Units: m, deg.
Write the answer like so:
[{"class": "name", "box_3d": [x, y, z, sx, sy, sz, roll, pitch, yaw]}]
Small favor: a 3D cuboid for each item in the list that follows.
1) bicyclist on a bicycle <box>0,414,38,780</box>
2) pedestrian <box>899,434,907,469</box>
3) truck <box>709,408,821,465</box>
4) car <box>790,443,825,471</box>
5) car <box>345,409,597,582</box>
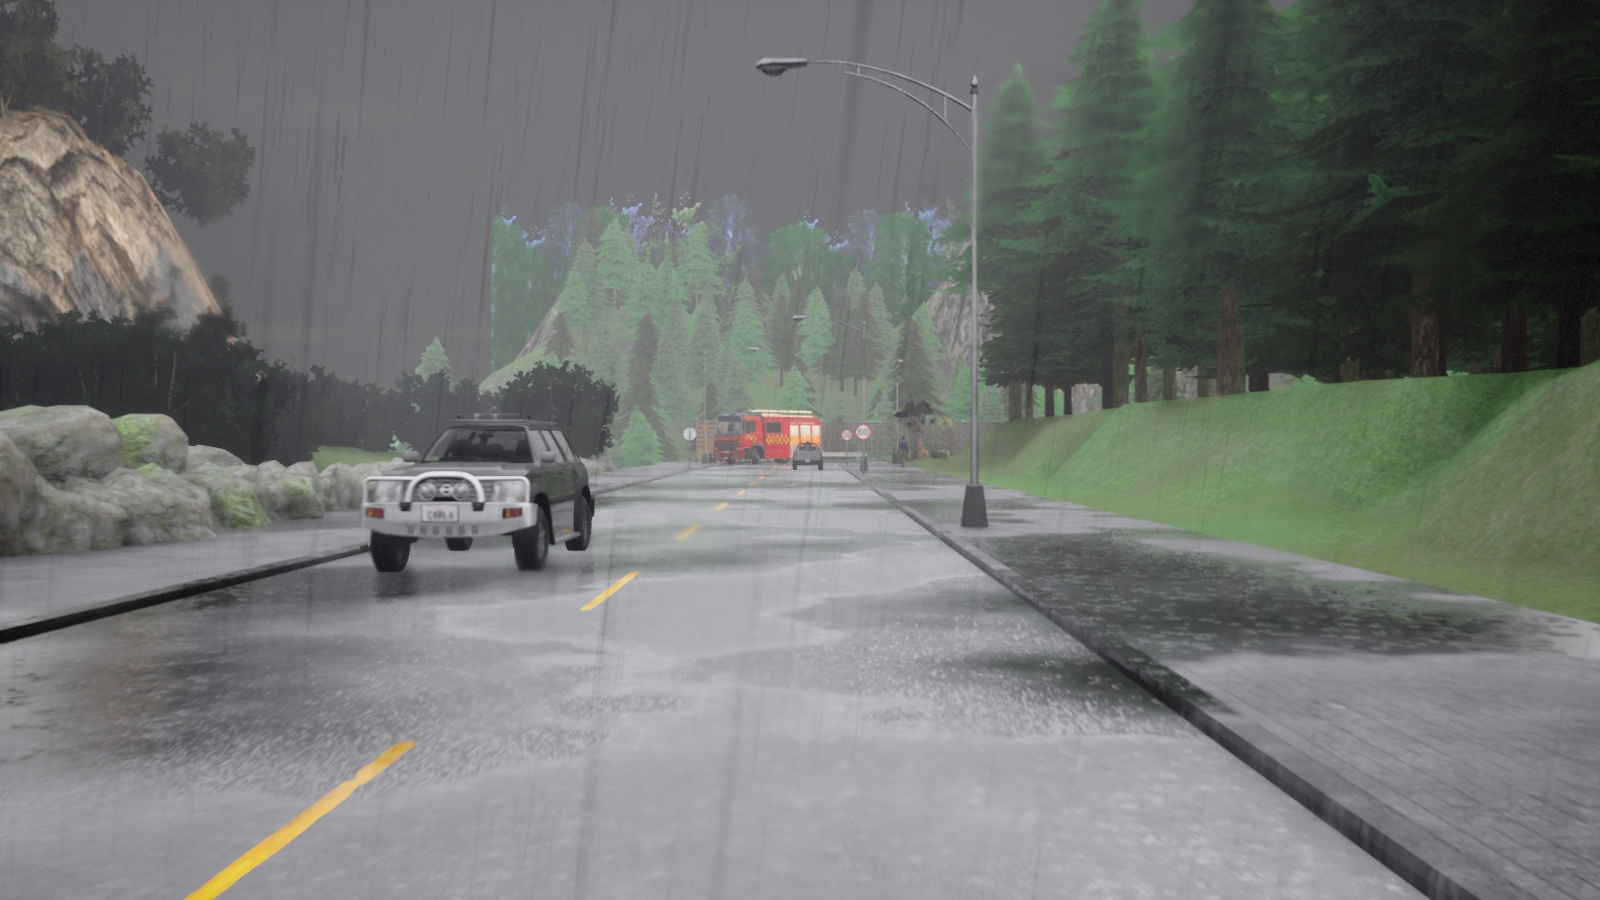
[{"class": "bicyclist on a bicycle", "box_3d": [-3.960, 0.651, 5.054, 0.866, 1.612, 1.509, 0, 0, 0]}, {"class": "pedestrian", "box_3d": [5.695, 0.069, 69.491, 0.423, 1.949, 0.788, 0, 0, 2]}, {"class": "truck", "box_3d": [-2.394, -0.923, 89.119, 2.891, 3.827, 8.468, 0, 0, 42]}, {"class": "car", "box_3d": [0.419, 0.367, 69.742, 1.845, 1.501, 3.633, 0, 0, 0]}, {"class": "car", "box_3d": [-3.893, 0.471, 15.757, 1.932, 1.855, 4.605, 0, 0, 0]}]
